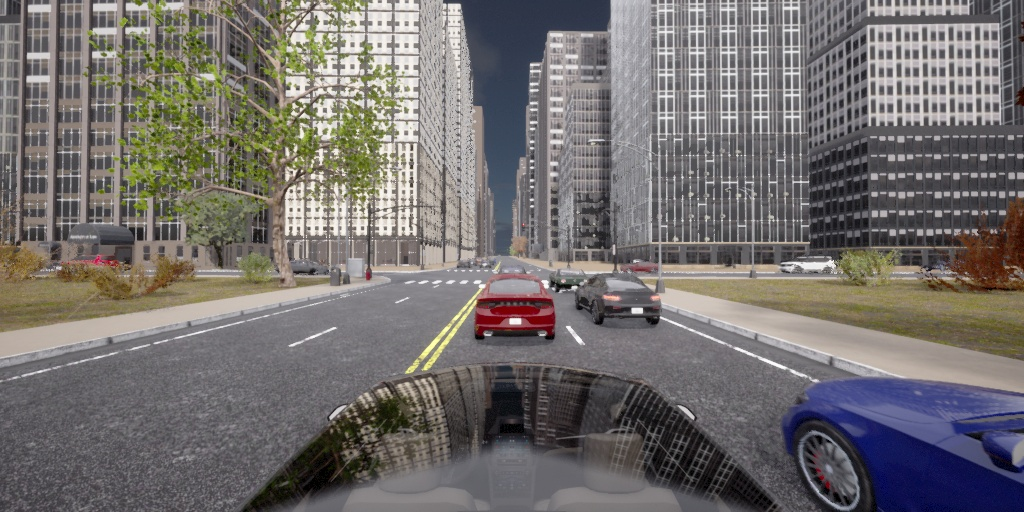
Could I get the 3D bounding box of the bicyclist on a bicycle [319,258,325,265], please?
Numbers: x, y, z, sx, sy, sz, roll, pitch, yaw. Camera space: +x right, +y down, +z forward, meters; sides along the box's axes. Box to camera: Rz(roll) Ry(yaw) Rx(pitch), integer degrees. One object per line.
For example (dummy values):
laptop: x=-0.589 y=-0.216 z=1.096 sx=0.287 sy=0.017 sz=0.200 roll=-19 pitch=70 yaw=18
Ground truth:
bicyclist on a bicycle: x=-25.404 y=1.149 z=48.039 sx=0.582 sy=1.620 sz=1.656 roll=0 pitch=-1 yaw=1

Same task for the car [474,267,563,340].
car: x=0.058 y=1.229 z=10.032 sx=1.882 sy=1.535 sz=5.008 roll=0 pitch=0 yaw=0

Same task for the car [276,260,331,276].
car: x=-19.471 y=1.144 z=33.779 sx=4.902 sy=1.511 sz=2.128 roll=0 pitch=-1 yaw=1

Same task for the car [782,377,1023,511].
car: x=3.346 y=1.275 z=1.237 sx=1.812 sy=1.442 sz=4.674 roll=0 pitch=0 yaw=-1

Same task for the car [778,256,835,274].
car: x=34.458 y=1.086 z=41.974 sx=5.566 sy=2.045 sz=2.150 roll=0 pitch=-1 yaw=1

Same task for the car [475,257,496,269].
car: x=-4.182 y=1.222 z=57.185 sx=2.128 sy=1.511 sz=4.902 roll=0 pitch=0 yaw=0

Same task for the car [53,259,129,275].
car: x=-40.191 y=1.225 z=34.297 sx=4.718 sy=1.301 sz=1.895 roll=0 pitch=-1 yaw=2

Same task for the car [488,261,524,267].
car: x=0.006 y=1.243 z=19.536 sx=2.128 sy=1.511 sz=4.902 roll=0 pitch=0 yaw=0

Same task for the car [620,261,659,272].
car: x=15.118 y=1.368 z=42.396 sx=4.674 sy=1.442 sz=1.812 roll=0 pitch=-1 yaw=2

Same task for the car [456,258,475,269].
car: x=-7.407 y=1.293 z=55.750 sx=1.994 sy=1.385 sz=4.181 roll=0 pitch=0 yaw=-1

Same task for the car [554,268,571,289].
car: x=3.250 y=1.352 z=20.914 sx=1.895 sy=1.301 sz=4.718 roll=0 pitch=0 yaw=0

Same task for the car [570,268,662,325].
car: x=3.294 y=1.277 z=11.756 sx=1.812 sy=1.442 sz=4.674 roll=0 pitch=0 yaw=0

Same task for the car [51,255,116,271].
car: x=-48.512 y=0.929 z=41.147 sx=5.566 sy=2.045 sz=2.150 roll=0 pitch=-1 yaw=2
